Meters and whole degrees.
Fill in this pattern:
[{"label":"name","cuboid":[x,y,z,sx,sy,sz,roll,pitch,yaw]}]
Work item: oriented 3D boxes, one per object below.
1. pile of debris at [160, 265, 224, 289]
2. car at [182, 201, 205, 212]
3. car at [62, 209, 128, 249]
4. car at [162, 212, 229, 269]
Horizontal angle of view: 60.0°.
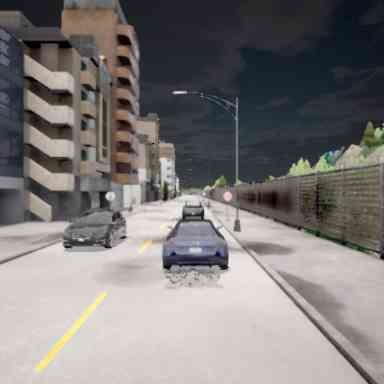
[{"label":"pile of debris","cuboid":[0.004,2.195,8.700,1.500,0.140,1.860,0,0,0]},{"label":"car","cuboid":[0.110,1.555,28.865,2.128,1.511,4.902,0,0,0]},{"label":"car","cuboid":[-4.093,1.538,14.729,1.837,1.490,4.892,0,0,0]},{"label":"car","cuboid":[0.101,1.586,11.219,1.994,1.385,4.181,0,0,0]}]
